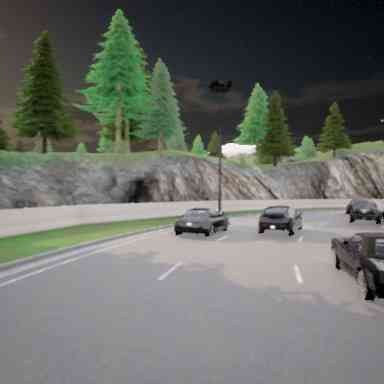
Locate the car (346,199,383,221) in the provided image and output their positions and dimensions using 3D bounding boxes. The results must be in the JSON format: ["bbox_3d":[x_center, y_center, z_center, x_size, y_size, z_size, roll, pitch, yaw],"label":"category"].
[{"bbox_3d":[13.931,1.454,25.965,2.097,1.767,4.553,1,0,39],"label":"car"}]

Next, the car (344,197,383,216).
[{"bbox_3d":[18.027,1.483,34.690,4.553,1.767,2.097,0,0,-39],"label":"car"}]

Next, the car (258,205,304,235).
[{"bbox_3d":[5.160,1.535,19.112,1.837,1.490,4.892,0,0,26],"label":"car"}]

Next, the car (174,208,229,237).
[{"bbox_3d":[0.636,1.555,18.217,1.994,1.385,4.181,0,0,23],"label":"car"}]

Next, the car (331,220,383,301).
[{"bbox_3d":[4.770,1.636,8.169,1.895,1.301,4.718,0,0,12],"label":"car"}]
